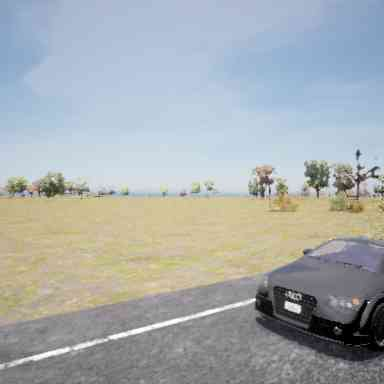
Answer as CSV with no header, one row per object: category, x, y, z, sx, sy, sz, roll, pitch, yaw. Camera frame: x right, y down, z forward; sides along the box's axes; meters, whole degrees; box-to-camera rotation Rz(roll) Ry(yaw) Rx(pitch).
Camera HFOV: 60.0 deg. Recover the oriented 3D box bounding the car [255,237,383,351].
car,3.165,1.583,6.248,4.181,1.385,1.994,0,0,-35
